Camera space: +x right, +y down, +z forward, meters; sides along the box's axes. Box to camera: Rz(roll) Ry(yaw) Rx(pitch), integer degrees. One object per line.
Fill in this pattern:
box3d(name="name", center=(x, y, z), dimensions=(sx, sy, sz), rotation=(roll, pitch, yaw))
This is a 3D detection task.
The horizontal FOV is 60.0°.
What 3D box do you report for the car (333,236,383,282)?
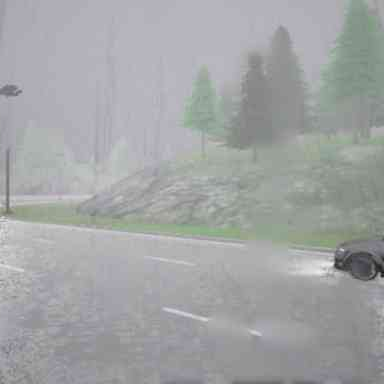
box3d(name="car", center=(5.867, 1.564, 8.405), dimensions=(4.181, 1.385, 1.994), rotation=(0, 0, 36))
